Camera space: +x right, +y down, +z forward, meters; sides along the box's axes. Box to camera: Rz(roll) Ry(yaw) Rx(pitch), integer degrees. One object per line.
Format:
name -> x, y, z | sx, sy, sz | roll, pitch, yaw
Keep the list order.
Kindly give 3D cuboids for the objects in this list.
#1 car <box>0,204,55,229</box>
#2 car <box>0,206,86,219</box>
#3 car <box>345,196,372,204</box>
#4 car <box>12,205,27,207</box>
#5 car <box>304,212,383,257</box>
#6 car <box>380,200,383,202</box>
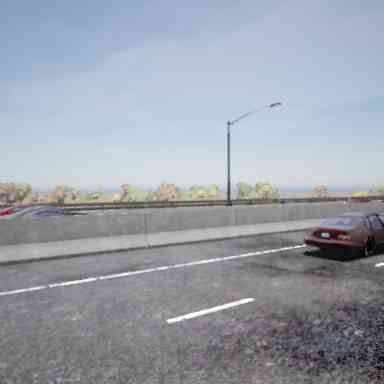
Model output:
car -> -11.375, 1.551, 21.674 | 4.181, 1.385, 1.994 | 0, 0, -35
car -> -7.280, 1.551, 15.996 | 4.181, 1.385, 1.994 | 0, 0, -36
car -> 23.234, 1.333, 46.320 | 4.674, 1.442, 1.812 | 0, 0, -35
car -> -8.804, 1.532, 19.209 | 5.357, 1.411, 2.033 | 0, 0, -36
car -> 6.559, 1.495, 12.726 | 5.357, 1.411, 2.033 | 0, 0, -36
car -> 26.892, 1.363, 44.625 | 4.181, 1.385, 1.994 | 0, 0, -35
